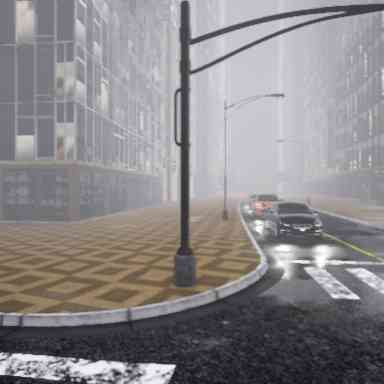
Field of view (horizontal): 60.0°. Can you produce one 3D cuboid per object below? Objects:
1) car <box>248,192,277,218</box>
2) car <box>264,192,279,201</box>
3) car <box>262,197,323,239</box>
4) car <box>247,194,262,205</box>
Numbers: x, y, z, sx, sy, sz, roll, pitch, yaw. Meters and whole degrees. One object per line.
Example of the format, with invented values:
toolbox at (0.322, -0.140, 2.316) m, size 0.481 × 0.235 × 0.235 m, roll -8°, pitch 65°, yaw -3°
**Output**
car at (5.540, 0.932, 24.568) m, size 2.097 × 1.767 × 4.553 m, roll 0°, pitch 1°, yaw 7°
car at (13.028, 0.695, 54.830) m, size 2.033 × 1.411 × 5.357 m, roll 0°, pitch 1°, yaw 10°
car at (4.584, 1.207, 15.482) m, size 1.837 × 1.490 × 4.892 m, roll 0°, pitch 1°, yaw 5°
car at (8.203, 0.905, 44.140) m, size 1.895 × 1.301 × 4.718 m, roll 0°, pitch 1°, yaw 9°
